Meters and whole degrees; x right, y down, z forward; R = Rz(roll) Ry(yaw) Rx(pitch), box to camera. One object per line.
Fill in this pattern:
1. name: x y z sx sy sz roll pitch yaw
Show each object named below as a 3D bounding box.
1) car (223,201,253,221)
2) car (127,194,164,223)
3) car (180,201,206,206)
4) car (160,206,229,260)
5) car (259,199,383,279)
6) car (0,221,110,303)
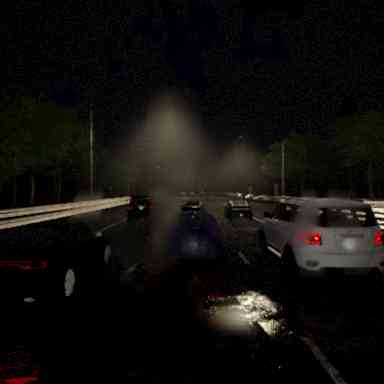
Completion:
1. car: 3.569 1.431 26.302 2.128 1.511 4.902 0 0 0
2. car: -3.437 1.168 25.273 2.150 2.045 5.566 0 1 0
3. car: 0.071 1.444 26.483 1.837 1.490 4.892 0 1 0
4. car: 0.075 1.461 12.348 1.882 1.535 5.008 0 -1 0
5. car: 3.563 1.210 10.142 2.150 2.045 5.566 0 0 1
6. car: -3.451 1.467 8.289 1.882 1.535 5.008 0 0 1
